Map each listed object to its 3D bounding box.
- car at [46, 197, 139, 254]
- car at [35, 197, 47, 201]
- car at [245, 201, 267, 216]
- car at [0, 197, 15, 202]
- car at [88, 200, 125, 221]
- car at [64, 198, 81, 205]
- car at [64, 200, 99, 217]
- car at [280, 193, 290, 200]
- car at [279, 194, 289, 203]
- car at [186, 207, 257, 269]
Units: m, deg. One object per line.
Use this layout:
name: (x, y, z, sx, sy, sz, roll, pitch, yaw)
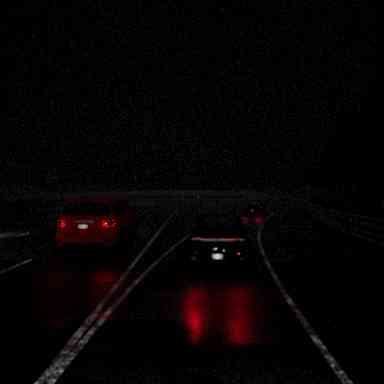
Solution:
car: (-3.588, 1.216, 13.590, 2.150, 2.045, 5.566, 0, 0, 0)
car: (-28.377, 1.742, 63.573, 2.097, 1.767, 4.553, 0, -1, 0)
car: (6.532, 1.607, 34.040, 1.812, 1.442, 4.674, -1, -1, 19)
car: (-28.348, 1.759, 48.255, 1.895, 1.301, 4.718, 0, -1, 0)
car: (-7.072, 1.493, 28.074, 1.882, 1.535, 5.008, 0, 0, 0)
car: (-28.468, 2.220, 79.336, 2.128, 1.511, 4.902, 0, -1, 0)
car: (-10.596, 1.538, 32.232, 1.837, 1.490, 4.892, 0, 0, 0)
car: (23.019, 1.195, 82.387, 2.128, 1.511, 4.902, -1, 1, 16)
car: (20.003, 1.449, 72.336, 1.882, 1.535, 5.008, -1, 1, 17)
car: (0.978, 1.484, 11.185, 2.128, 1.511, 4.902, 0, 0, 7)
